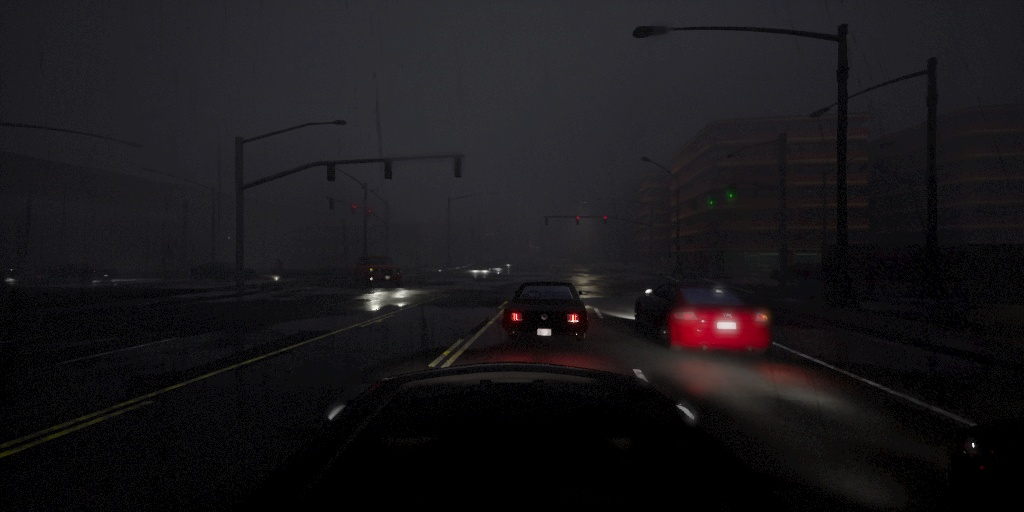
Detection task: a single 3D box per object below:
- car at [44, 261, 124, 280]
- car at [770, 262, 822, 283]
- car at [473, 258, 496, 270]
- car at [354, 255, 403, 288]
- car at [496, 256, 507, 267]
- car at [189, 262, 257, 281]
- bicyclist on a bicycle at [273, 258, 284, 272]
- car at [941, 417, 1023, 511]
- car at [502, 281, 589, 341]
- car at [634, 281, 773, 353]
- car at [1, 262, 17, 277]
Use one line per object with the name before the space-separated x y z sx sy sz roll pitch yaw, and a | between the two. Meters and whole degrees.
car | -36.731 1.351 30.814 4.718 1.301 1.895 0 0 8
car | 22.803 1.228 27.591 5.008 1.535 1.882 0 0 7
car | -3.880 1.176 48.705 1.994 1.385 4.181 0 1 8
car | -9.120 0.970 24.201 2.150 2.045 5.566 2 -1 -34
car | -2.533 1.064 58.559 1.895 1.301 4.718 0 1 8
car | -23.440 1.227 29.189 5.008 1.535 1.882 0 0 7
bicyclist on a bicycle | -26.420 1.053 40.582 0.582 1.620 1.656 0 0 7
car | 3.640 1.242 0.203 2.128 1.511 4.902 0 0 1
car | 0.996 1.351 9.915 1.895 1.301 4.718 0 0 8
car | 4.400 1.314 8.915 1.994 1.385 4.181 0 0 7
car | -49.226 1.276 34.127 4.674 1.442 1.812 0 0 30
